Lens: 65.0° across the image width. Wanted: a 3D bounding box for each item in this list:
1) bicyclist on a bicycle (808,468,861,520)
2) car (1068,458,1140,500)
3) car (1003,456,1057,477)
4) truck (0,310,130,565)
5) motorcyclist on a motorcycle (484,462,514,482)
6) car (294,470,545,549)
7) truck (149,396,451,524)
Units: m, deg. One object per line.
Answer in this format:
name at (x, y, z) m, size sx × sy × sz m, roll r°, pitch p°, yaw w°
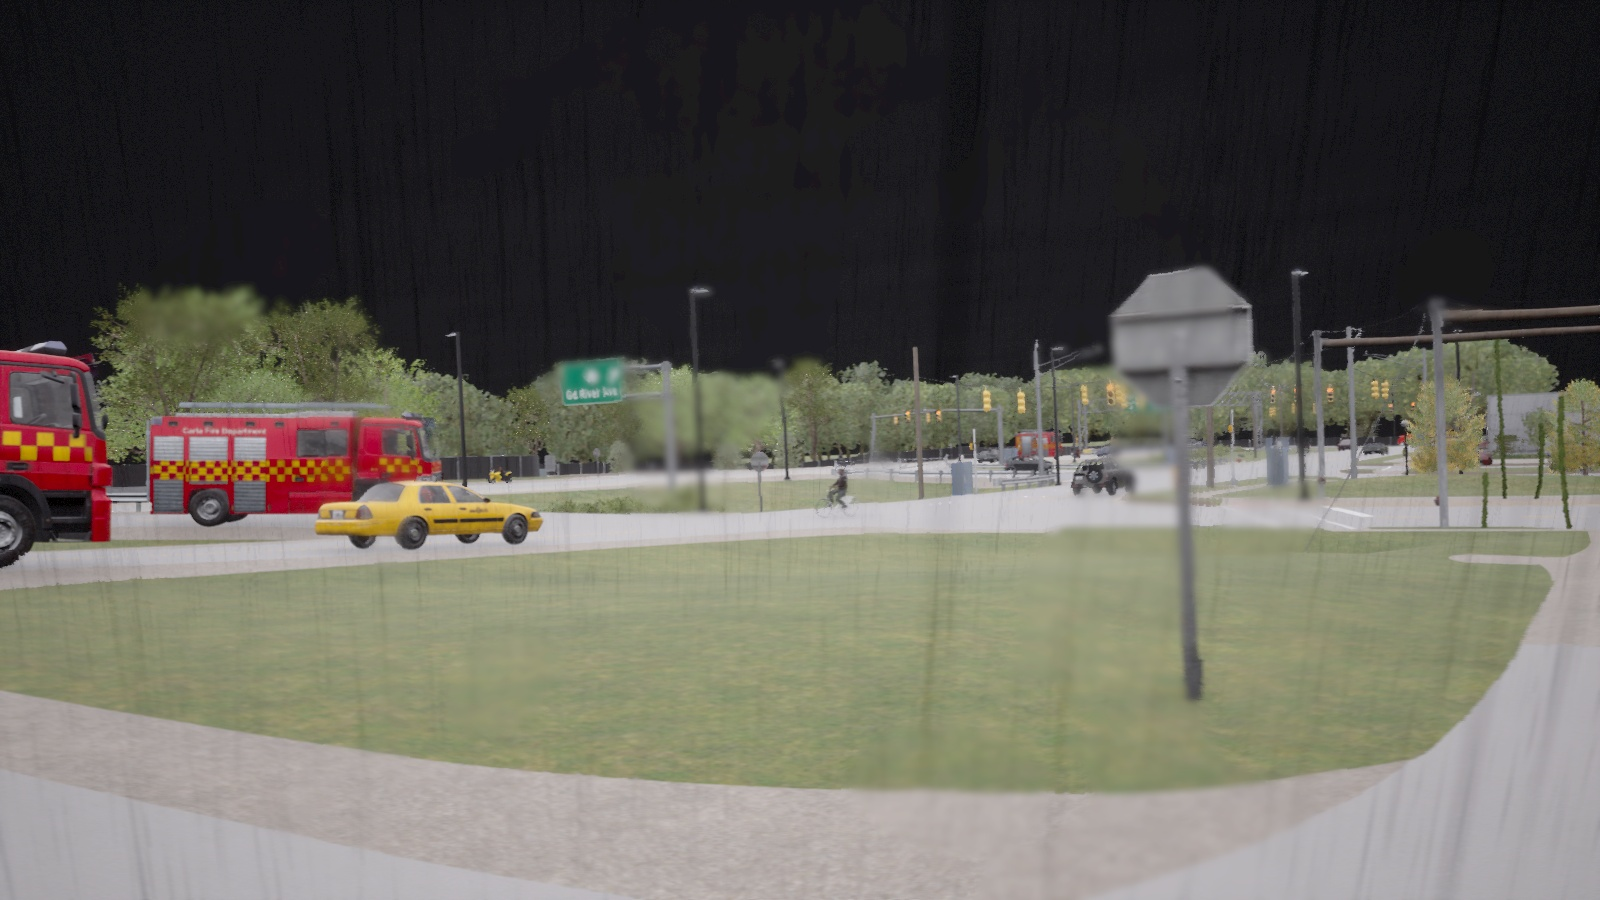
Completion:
bicyclist on a bicycle at (1.242, 1.553, 44.865) m, size 1.843 × 1.776 × 0.659 m, roll 0°, pitch 0°, yaw -31°
car at (14.619, 1.367, 60.251) m, size 1.932 × 1.855 × 4.605 m, roll -2°, pitch -1°, yaw 32°
car at (17.828, 1.286, 97.254) m, size 3.705 × 1.549 × 1.789 m, roll -1°, pitch 1°, yaw 30°
truck at (-14.776, -0.240, 18.094) m, size 2.891 × 3.827 × 8.468 m, roll -2°, pitch -4°, yaw 45°
motorcyclist on a motorcycle at (-23.074, 1.693, 96.262) m, size 2.044 × 1.523 × 0.797 m, roll -1°, pitch 0°, yaw -41°
car at (-8.227, 1.276, 27.729) m, size 1.801 × 1.575 × 5.366 m, roll -2°, pitch -2°, yaw 34°
truck at (-15.705, 0.311, 40.048) m, size 8.468 × 3.827 × 2.891 m, roll 1°, pitch 1°, yaw -9°
